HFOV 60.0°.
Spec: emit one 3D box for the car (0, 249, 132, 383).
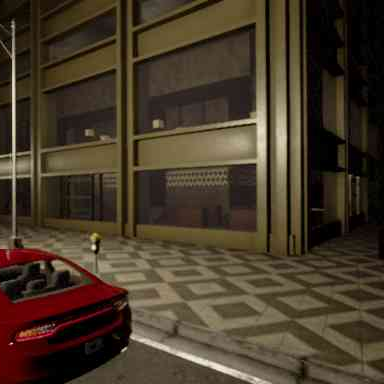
[{"bbox_3d":[-2.874,1.521,4.907,4.507,1.381,1.887,0,0,35],"label":"car"}]
